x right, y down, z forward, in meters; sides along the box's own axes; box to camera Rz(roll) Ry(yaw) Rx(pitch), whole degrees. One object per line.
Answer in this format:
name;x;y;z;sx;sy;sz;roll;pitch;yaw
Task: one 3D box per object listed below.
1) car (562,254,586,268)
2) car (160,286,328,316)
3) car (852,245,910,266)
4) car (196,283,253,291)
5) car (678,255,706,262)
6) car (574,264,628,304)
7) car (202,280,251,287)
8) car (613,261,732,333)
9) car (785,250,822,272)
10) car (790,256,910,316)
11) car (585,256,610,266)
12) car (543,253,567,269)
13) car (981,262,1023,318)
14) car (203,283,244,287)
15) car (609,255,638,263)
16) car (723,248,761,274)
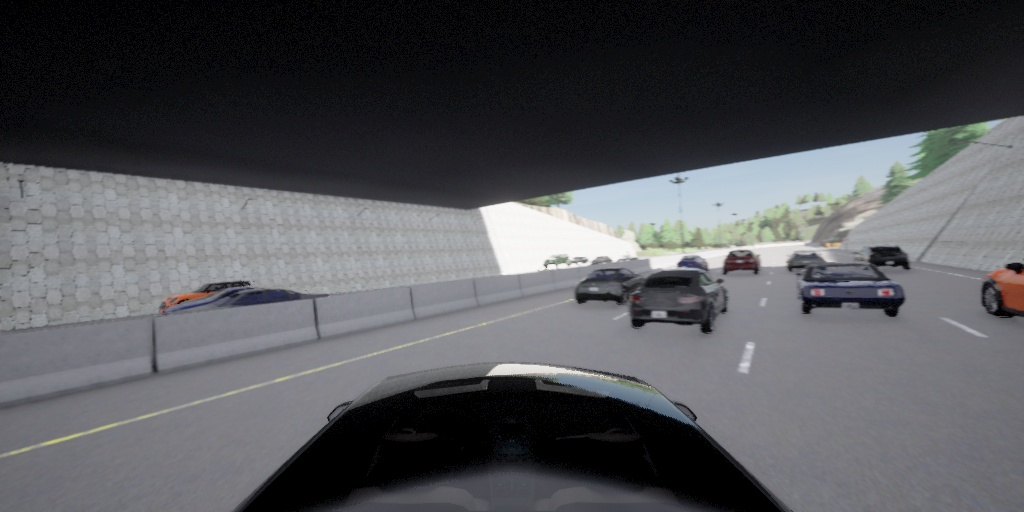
car;9.622;0.752;51.741;1.837;1.490;4.892;-4;-1;37
car;-9.990;2.014;13.920;2.033;1.411;5.357;-4;-1;37
car;22.243;0.067;21.703;1.837;1.490;4.892;-4;-1;37
car;-12.576;2.172;16.302;1.812;1.442;4.674;-4;-1;37
car;14.468;0.626;28.838;1.812;1.442;4.674;-4;-1;37
car;4.290;1.168;15.175;1.994;1.385;4.181;-4;-1;37
car;-17.648;2.351;21.205;2.097;1.767;4.553;-4;-1;37
car;4.622;1.062;9.809;1.812;1.442;4.674;-4;-1;37
car;19.877;0.294;24.371;1.994;1.385;4.181;-4;-1;37
car;9.474;0.846;10.432;1.895;1.301;4.718;-4;-1;37
car;12.429;0.714;49.645;1.837;1.490;4.892;-4;-1;37
car;6.789;0.668;53.814;2.150;2.045;5.566;-4;-1;37
car;10.803;0.480;6.396;2.097;1.767;4.553;-4;-1;37
car;-14.891;2.376;19.038;1.994;1.385;4.181;-4;-1;37
car;15.234;0.658;47.549;2.128;1.511;4.902;-4;-1;37
car;16.456;0.302;25.650;2.097;1.767;4.553;-4;-1;37
